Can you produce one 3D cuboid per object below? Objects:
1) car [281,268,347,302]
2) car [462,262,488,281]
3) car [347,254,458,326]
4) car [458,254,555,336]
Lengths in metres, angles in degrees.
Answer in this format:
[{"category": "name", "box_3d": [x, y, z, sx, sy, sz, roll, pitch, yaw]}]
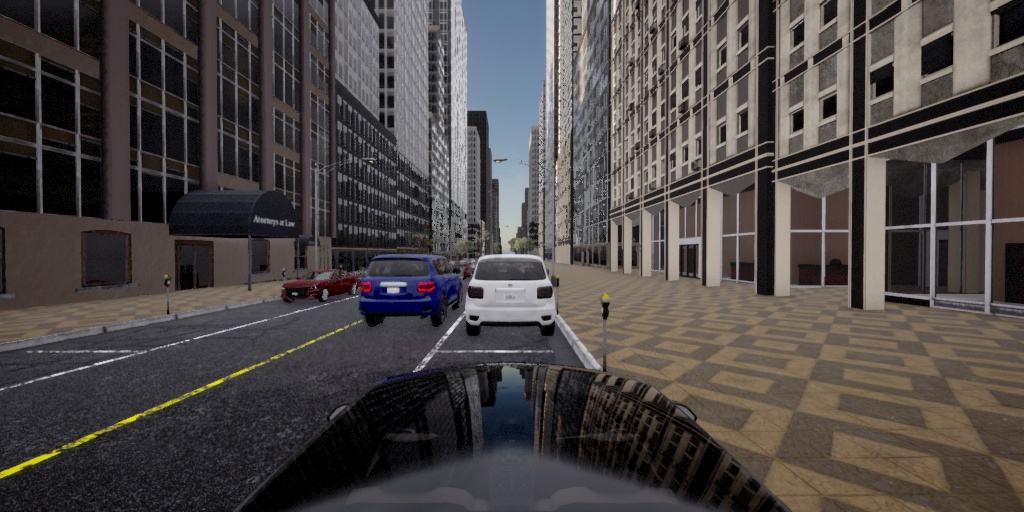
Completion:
[{"category": "car", "box_3d": [-8.837, 1.292, 16.839, 1.888, 1.381, 4.507, 0, 0, 0]}, {"category": "car", "box_3d": [-3.145, 1.270, 31.389, 1.812, 1.442, 4.674, 0, 0, 0]}, {"category": "car", "box_3d": [-3.044, 0.970, 11.857, 2.150, 2.045, 5.566, 0, 0, 0]}, {"category": "car", "box_3d": [-0.039, 0.976, 10.531, 2.150, 2.045, 5.566, 0, 0, 0]}]
